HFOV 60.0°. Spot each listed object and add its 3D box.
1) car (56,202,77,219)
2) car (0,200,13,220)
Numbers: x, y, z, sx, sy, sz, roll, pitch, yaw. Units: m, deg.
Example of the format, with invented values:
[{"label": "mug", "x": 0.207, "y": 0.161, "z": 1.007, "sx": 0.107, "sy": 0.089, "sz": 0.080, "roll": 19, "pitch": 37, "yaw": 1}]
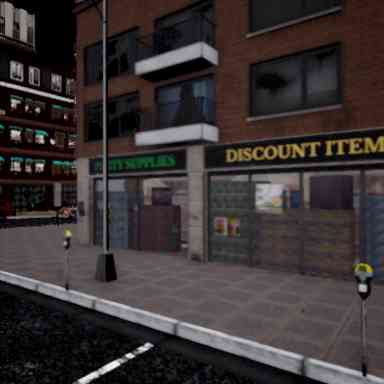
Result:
[{"label": "car", "x": -11.672, "y": 1.802, "z": 34.416, "sx": 2.097, "sy": 1.767, "sz": 4.553, "roll": 0, "pitch": -1, "yaw": 35}, {"label": "car", "x": -18.451, "y": 1.629, "z": 29.264, "sx": 2.192, "sy": 1.841, "sz": 5.009, "roll": -2, "pitch": -2, "yaw": 35}]
